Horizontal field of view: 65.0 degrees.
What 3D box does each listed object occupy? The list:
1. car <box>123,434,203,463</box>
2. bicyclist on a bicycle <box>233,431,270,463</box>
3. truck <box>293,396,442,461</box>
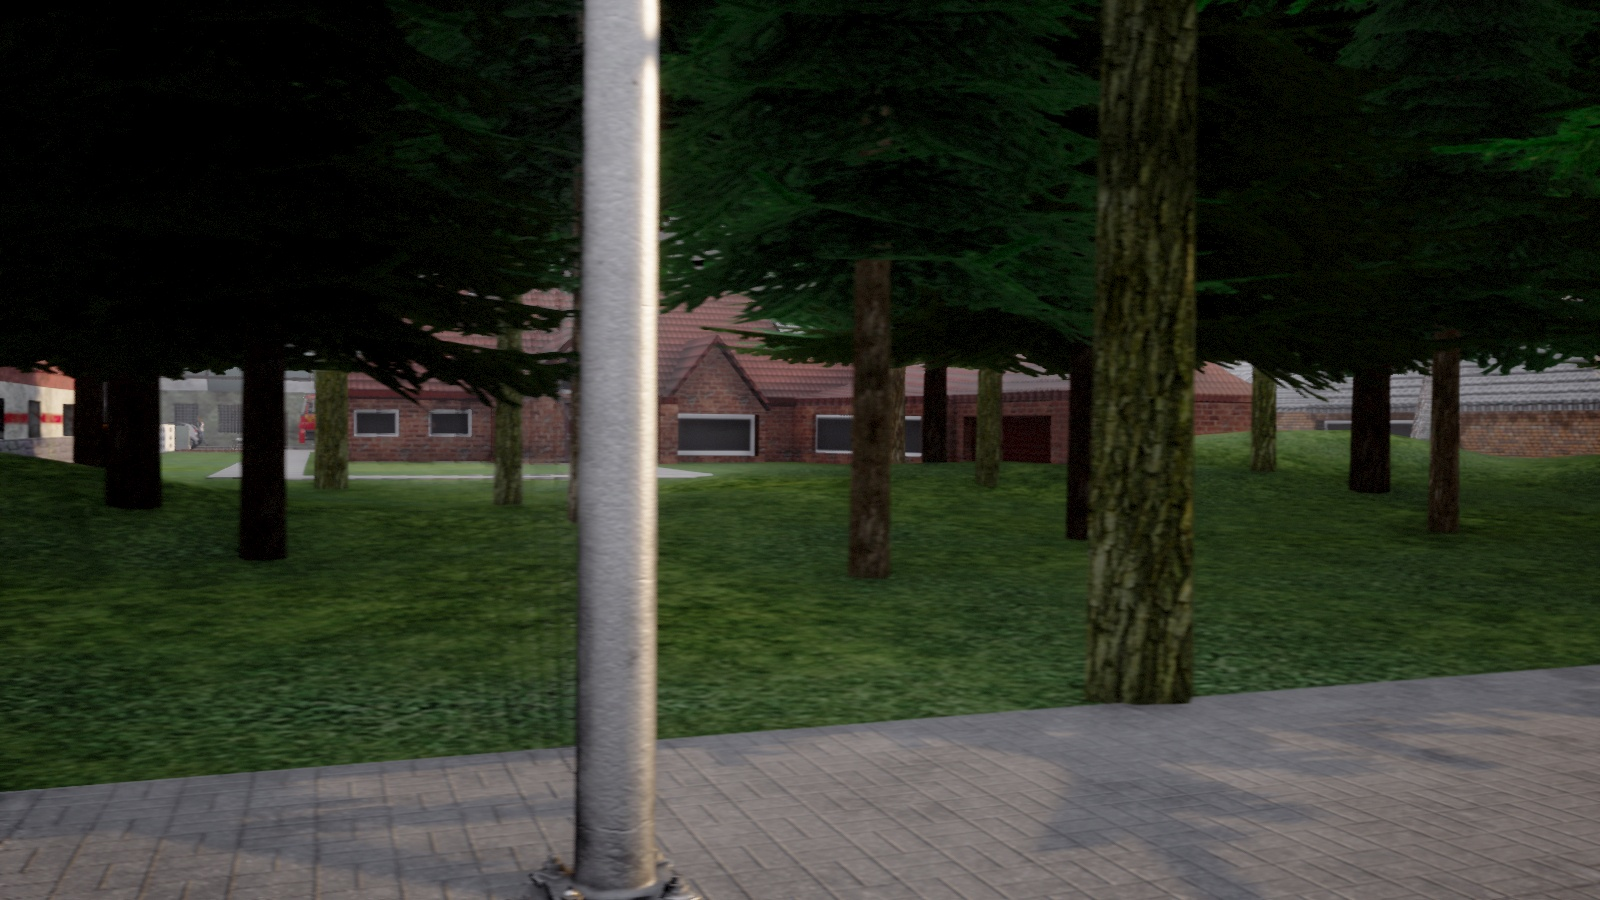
[{"bbox_3d":[-37.121,-0.095,73.294,3.988,1.617,1.851,-1,1,-21],"label":"car"},{"bbox_3d":[-31.132,-0.155,71.290,1.843,1.776,0.659,-1,1,-21],"label":"bicyclist on a bicycle"},{"bbox_3d":[-26.566,-1.337,77.289,8.468,3.827,2.891,-1,1,-21],"label":"truck"}]
